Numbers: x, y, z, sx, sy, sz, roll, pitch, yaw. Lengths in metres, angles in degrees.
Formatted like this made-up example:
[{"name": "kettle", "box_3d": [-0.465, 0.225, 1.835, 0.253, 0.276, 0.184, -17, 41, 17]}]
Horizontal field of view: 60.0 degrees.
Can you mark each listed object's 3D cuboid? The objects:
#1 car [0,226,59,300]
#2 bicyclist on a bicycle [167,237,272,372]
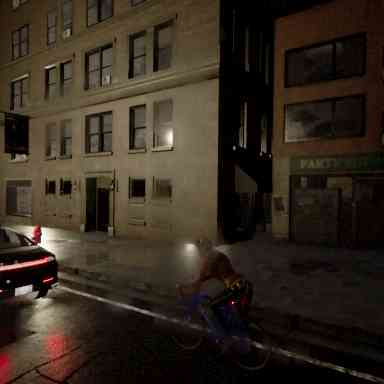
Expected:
[{"name": "car", "box_3d": [-4.871, 1.490, 7.205, 4.902, 1.511, 2.128, 0, 0, 36]}, {"name": "bicyclist on a bicycle", "box_3d": [0.293, 1.452, 4.469, 1.656, 1.620, 0.582, 0, 0, 36]}]
